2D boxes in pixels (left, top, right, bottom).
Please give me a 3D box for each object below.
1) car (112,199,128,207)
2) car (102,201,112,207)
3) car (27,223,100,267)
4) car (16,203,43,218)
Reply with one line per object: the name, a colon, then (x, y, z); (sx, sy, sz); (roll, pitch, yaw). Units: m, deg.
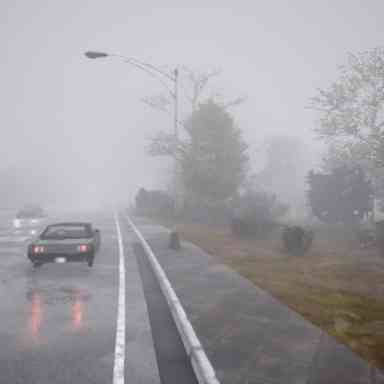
car: (-18.995, 3.093, 88.167); (1.882, 1.535, 5.008); (1, -1, -1)
car: (-22.486, 3.129, 87.855); (1.994, 1.385, 4.181); (1, -1, -1)
car: (-4.368, 1.754, 12.045); (1.895, 1.301, 4.718); (1, -1, -12)
car: (-17.095, 1.962, 35.208); (1.837, 1.490, 4.892); (1, -2, -13)
